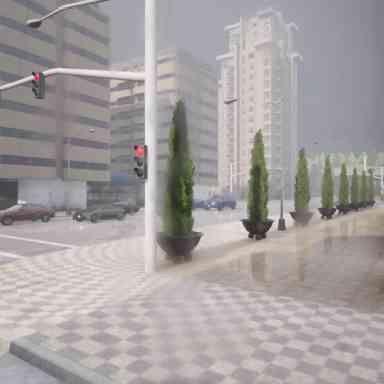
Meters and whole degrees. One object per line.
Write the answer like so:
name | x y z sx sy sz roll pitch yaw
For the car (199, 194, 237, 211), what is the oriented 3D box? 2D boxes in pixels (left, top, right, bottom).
car | 3.622 1.274 41.862 2.150 2.045 5.566 0 0 35

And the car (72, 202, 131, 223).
car | -7.206 1.619 26.147 1.994 1.385 4.181 0 0 35

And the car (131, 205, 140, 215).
car | -7.336 1.656 32.136 1.895 1.301 4.718 0 0 35

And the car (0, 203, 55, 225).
car | -12.475 1.581 24.627 1.812 1.442 4.674 0 0 34
